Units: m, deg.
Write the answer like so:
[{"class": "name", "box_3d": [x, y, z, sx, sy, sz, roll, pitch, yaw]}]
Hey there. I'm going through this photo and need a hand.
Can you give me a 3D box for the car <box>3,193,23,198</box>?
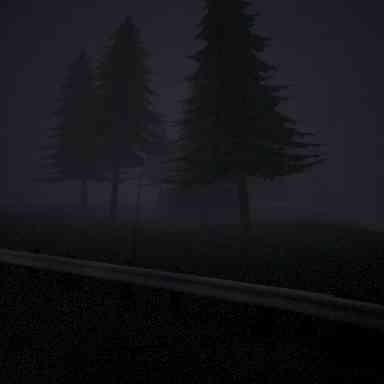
[{"class": "car", "box_3d": [-38.975, 1.225, 72.065, 2.150, 2.045, 5.566, 0, 0, 5]}]
